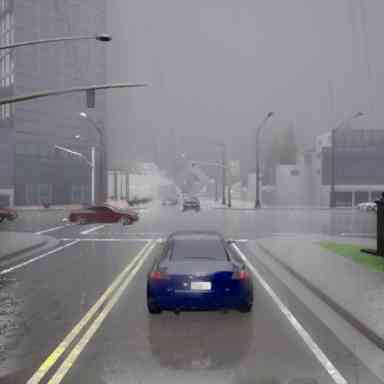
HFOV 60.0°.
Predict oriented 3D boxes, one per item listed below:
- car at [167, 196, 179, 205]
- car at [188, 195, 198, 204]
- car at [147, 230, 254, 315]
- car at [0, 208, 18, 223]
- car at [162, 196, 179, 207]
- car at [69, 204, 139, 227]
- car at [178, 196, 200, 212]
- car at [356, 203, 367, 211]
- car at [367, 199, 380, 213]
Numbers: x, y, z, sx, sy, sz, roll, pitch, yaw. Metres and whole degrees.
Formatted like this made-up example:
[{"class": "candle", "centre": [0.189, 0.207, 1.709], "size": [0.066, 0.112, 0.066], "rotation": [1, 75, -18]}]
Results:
[{"class": "car", "centre": [-3.474, 1.488, 61.542], "size": [1.837, 1.490, 4.892], "rotation": [0, 0, 1]}, {"class": "car", "centre": [0.199, 1.460, 65.848], "size": [1.882, 1.535, 5.008], "rotation": [0, 0, 1]}, {"class": "car", "centre": [0.096, 1.562, 7.662], "size": [1.994, 1.385, 4.181], "rotation": [0, 0, -2]}, {"class": "car", "centre": [-16.212, 1.625, 26.090], "size": [4.674, 1.442, 1.812], "rotation": [-1, 0, 0]}, {"class": "car", "centre": [-3.531, 1.478, 51.142], "size": [2.128, 1.511, 4.902], "rotation": [0, 0, 0]}, {"class": "car", "centre": [-5.950, 1.548, 22.657], "size": [4.674, 1.442, 1.812], "rotation": [-1, 0, 0]}, {"class": "car", "centre": [-0.072, 1.496, 39.145], "size": [2.128, 1.511, 4.902], "rotation": [0, 0, 3]}, {"class": "car", "centre": [20.786, 1.467, 37.049], "size": [4.674, 1.442, 1.812], "rotation": [0, 0, -2]}, {"class": "car", "centre": [20.543, 1.505, 33.535], "size": [4.181, 1.385, 1.994], "rotation": [0, 0, 0]}]
